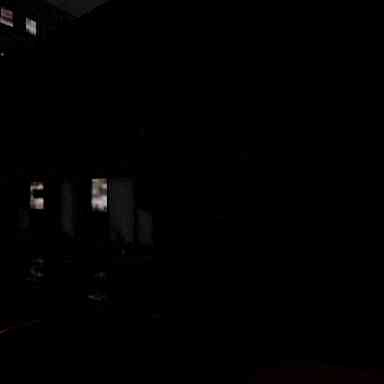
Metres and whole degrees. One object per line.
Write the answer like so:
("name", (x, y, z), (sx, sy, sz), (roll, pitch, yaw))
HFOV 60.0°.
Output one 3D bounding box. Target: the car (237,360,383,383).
("car", (2.168, 1.525, 1.328), (4.829, 1.417, 1.752), (0, 0, 36))
